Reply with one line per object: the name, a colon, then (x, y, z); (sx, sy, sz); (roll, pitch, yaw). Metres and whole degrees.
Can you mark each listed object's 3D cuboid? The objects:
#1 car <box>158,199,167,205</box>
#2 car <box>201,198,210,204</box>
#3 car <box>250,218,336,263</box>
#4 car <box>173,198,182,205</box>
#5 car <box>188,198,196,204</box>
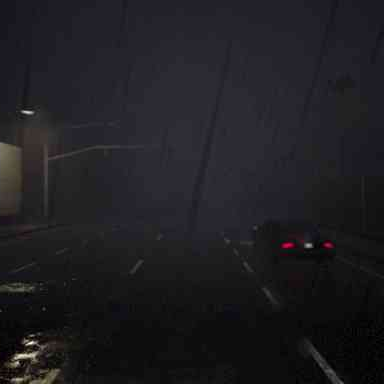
car: (-6.999, 2.378, 80.295); (1.812, 1.442, 4.674); (0, -1, 0)
car: (3.501, 2.277, 87.191); (2.097, 1.767, 4.553); (0, -1, 0)
car: (3.507, 1.682, 12.500); (2.033, 1.411, 5.357); (0, -1, 0)
car: (-3.499, 2.209, 80.326); (2.097, 1.767, 4.553); (0, -1, 0)
car: (0.001, 2.422, 87.219); (1.837, 1.490, 4.892); (0, -1, 0)
